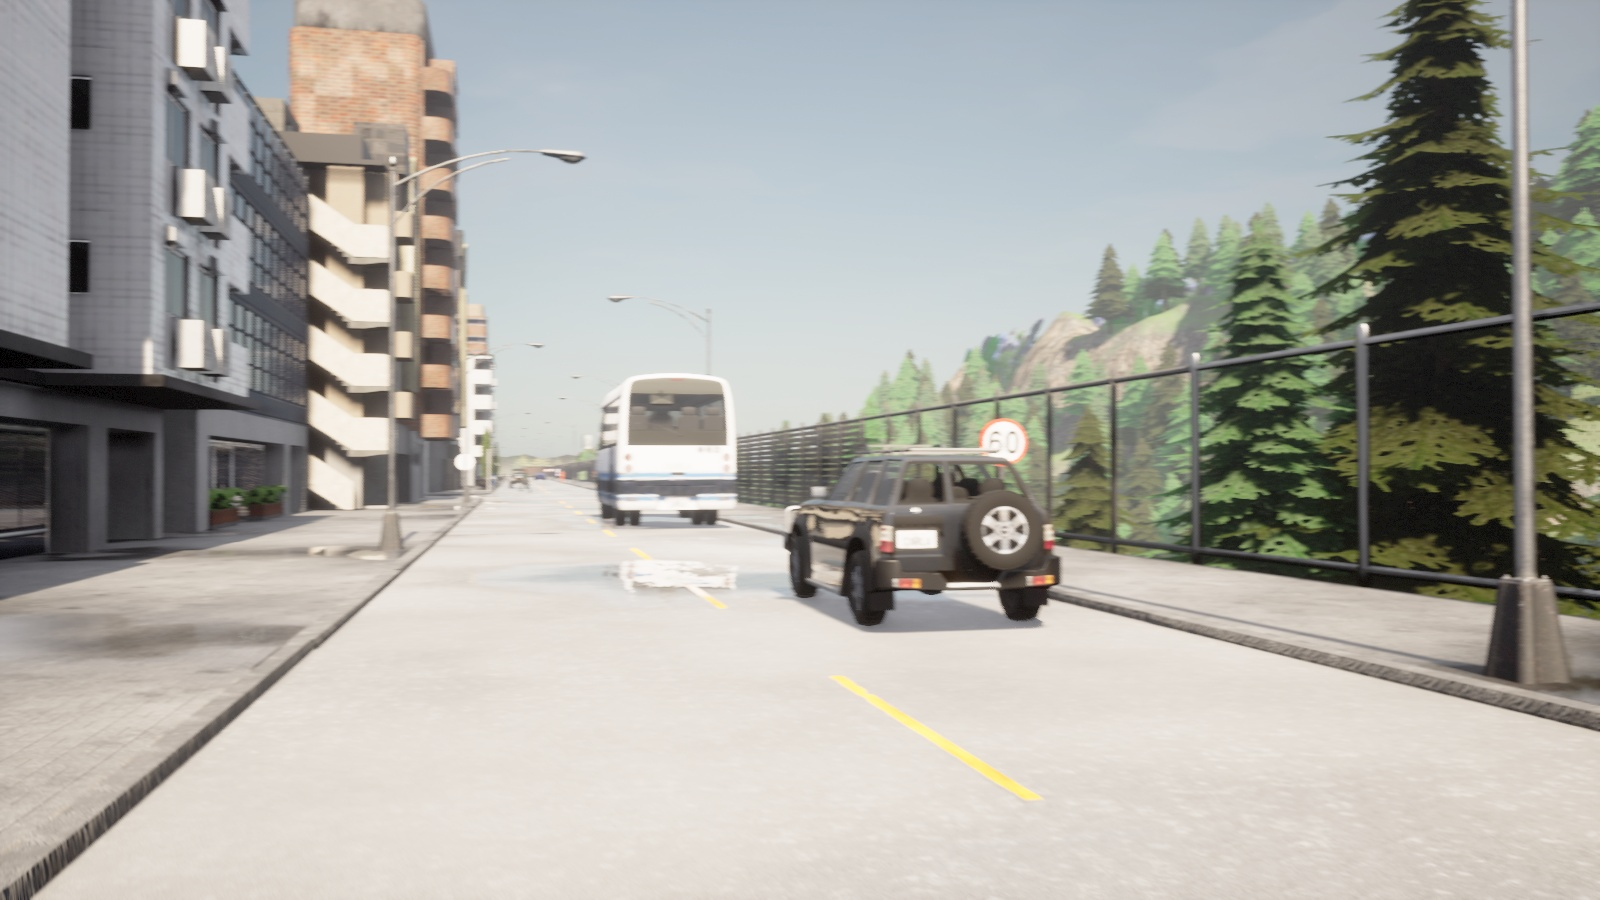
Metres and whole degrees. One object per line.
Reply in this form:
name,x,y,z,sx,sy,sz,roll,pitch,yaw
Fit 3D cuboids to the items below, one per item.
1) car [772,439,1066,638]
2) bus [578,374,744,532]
car,1.111,0.865,14.212,1.932,1.855,4.605,0,-1,-13
bus,-4.651,0.160,39.274,3.944,4.253,10.273,0,-1,-13
